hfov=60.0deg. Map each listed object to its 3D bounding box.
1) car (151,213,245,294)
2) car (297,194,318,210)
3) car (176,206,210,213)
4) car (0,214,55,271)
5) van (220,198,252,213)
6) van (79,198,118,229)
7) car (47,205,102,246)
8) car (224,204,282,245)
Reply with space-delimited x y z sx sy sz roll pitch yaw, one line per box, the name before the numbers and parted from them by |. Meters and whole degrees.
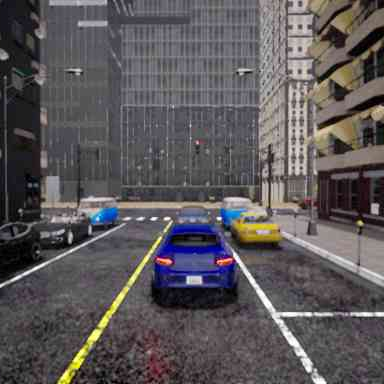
car | 0.064 1.490 8.568 1.812 1.442 4.674 0 0 1
car | 15.230 1.184 39.598 5.009 1.841 2.192 0 1 0
car | 0.056 1.470 18.811 2.033 1.411 5.357 0 0 1
car | -5.702 1.528 9.089 1.947 1.339 4.313 -1 0 0
van | 2.673 1.258 20.265 1.690 1.788 3.998 -1 0 0
van | -5.707 1.258 20.293 1.690 1.788 3.998 -1 0 0
car | -5.704 1.490 14.692 2.008 1.369 4.403 -1 0 0
car | 2.676 1.464 14.835 1.752 1.417 4.829 -1 0 0
